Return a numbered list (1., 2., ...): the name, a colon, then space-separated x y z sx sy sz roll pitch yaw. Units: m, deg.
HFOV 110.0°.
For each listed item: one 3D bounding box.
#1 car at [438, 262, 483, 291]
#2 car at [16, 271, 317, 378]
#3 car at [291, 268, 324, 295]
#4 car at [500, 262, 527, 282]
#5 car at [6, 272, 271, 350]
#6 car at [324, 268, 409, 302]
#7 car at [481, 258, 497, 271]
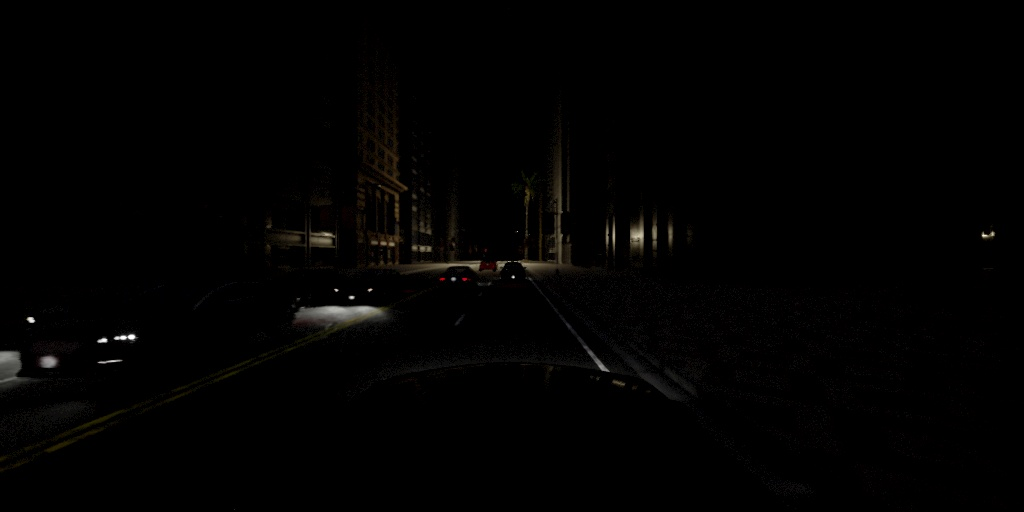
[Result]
1. car: -3.157 1.301 21.875 2.033 1.411 5.357 0 0 0
2. car: -6.574 1.243 7.543 2.128 1.511 4.902 0 0 0
3. car: -9.754 1.299 17.209 2.033 1.411 5.357 0 0 0
4. car: 0.093 1.261 28.527 1.837 1.490 4.892 0 0 0
5. car: -9.809 1.299 10.363 2.033 1.411 5.357 0 0 0
6. car: -6.504 1.300 17.209 2.033 1.411 5.357 0 0 0
7. car: -3.162 1.111 48.482 2.097 1.767 4.553 0 0 0
